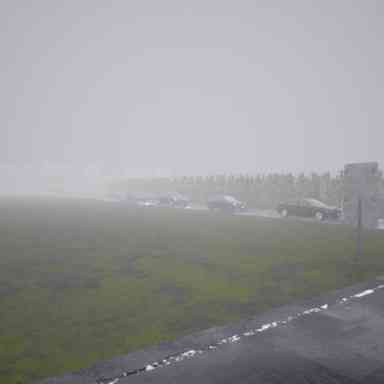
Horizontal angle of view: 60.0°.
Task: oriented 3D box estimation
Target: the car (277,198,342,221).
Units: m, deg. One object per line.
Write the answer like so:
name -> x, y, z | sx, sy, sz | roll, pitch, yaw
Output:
car -> 8.655, 1.217, 24.862 | 1.882, 1.535, 5.008 | 1, 1, -34

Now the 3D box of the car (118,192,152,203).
car -> -8.384, 0.773, 48.648 | 2.033, 1.411, 5.357 | 1, 1, -35

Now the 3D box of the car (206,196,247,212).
car -> 3.288, 1.101, 32.390 | 1.812, 1.442, 4.674 | 1, 1, -36

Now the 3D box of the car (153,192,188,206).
car -> -2.403, 0.756, 40.296 | 2.097, 1.767, 4.553 | 1, 1, -36

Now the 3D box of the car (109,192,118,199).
car -> -13.635, 0.592, 60.749 | 1.994, 1.385, 4.181 | 1, 1, -36
